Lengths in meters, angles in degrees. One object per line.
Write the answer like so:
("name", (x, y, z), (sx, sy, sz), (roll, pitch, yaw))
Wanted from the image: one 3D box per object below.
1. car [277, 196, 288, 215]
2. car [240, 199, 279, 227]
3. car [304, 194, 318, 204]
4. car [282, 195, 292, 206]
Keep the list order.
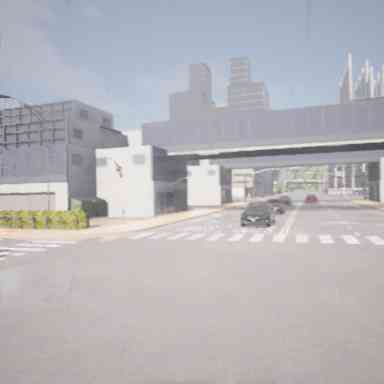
("car", (8.016, 1.374, 32.500), (1.812, 1.442, 4.674), (-1, 0, 19))
("car", (4.457, 1.425, 22.219), (1.837, 1.490, 4.892), (-1, 0, 19))
("car", (19.419, 1.084, 54.168), (1.882, 1.535, 5.008), (-1, 0, 19))
("car", (13.286, 1.249, 47.673), (1.837, 1.490, 4.892), (-1, -1, 20))
